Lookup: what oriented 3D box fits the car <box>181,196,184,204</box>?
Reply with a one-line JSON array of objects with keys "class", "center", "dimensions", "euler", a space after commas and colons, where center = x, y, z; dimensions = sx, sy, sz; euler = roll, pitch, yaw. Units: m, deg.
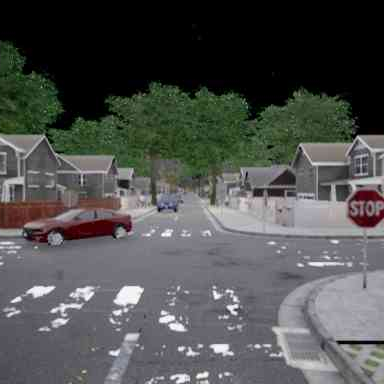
[{"class": "car", "center": [-2.675, 1.391, 63.018], "dimensions": [2.097, 1.767, 4.553], "euler": [0, 0, 0]}]

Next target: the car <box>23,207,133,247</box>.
[{"class": "car", "center": [-5.107, 1.473, 15.446], "dimensions": [1.882, 1.535, 5.008], "euler": [1, 1, 43]}]

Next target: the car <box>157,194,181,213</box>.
[{"class": "car", "center": [-2.704, 1.232, 38.062], "dimensions": [2.150, 2.045, 5.566], "euler": [0, 0, 0]}]
